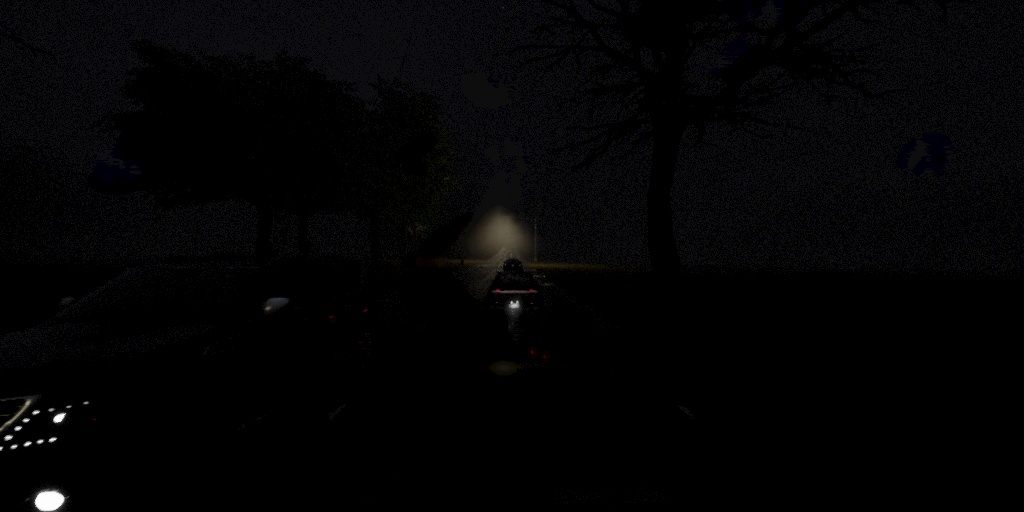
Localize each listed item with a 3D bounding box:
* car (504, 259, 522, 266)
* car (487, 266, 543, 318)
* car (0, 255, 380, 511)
[{"bbox_3d":[0.100,1.079,43.052,2.097,1.767,4.553,0,0,0],"label":"car"},{"bbox_3d":[0.093,1.323,13.475,2.128,1.511,4.902,0,0,0],"label":"car"},{"bbox_3d":[-3.586,0.998,4.602,2.150,2.045,5.566,0,0,0],"label":"car"}]
